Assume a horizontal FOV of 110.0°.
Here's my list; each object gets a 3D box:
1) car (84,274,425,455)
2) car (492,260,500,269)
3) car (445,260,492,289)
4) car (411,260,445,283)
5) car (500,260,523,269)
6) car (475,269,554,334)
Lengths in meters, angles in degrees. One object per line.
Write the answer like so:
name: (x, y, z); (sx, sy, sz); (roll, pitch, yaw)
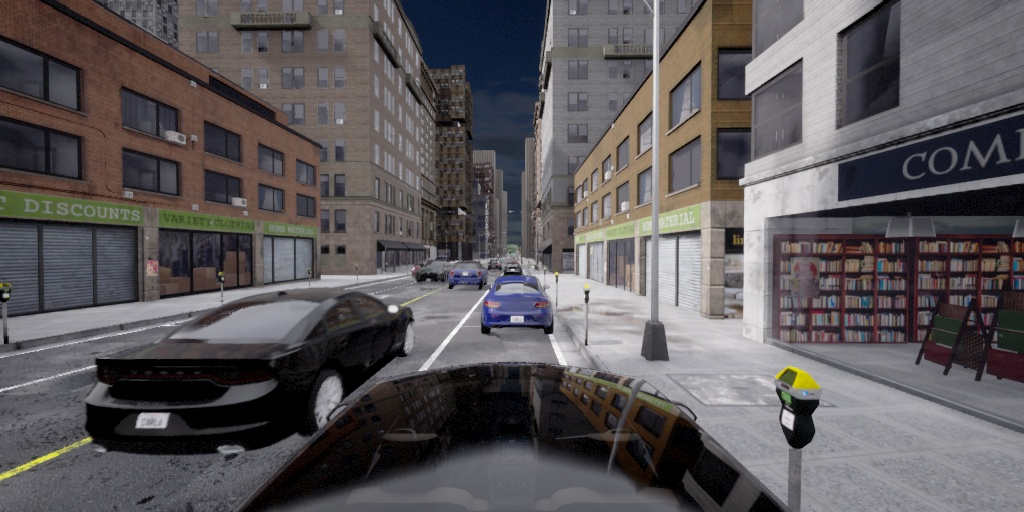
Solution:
car: (-2.970, 1.226, 5.473); (1.882, 1.535, 5.008); (0, 0, 1)
car: (-2.436, 1.280, 50.426); (1.812, 1.442, 4.674); (0, 0, 1)
car: (-2.714, 1.100, 23.262); (2.097, 1.767, 4.553); (0, 0, 1)
car: (-5.850, 1.099, 27.519); (2.097, 1.767, 4.553); (0, 0, 1)
car: (0.118, 1.315, 34.902); (1.948, 1.339, 4.313); (0, 0, 1)
car: (0.151, 1.274, 10.466); (1.812, 1.442, 4.674); (0, 0, 1)
